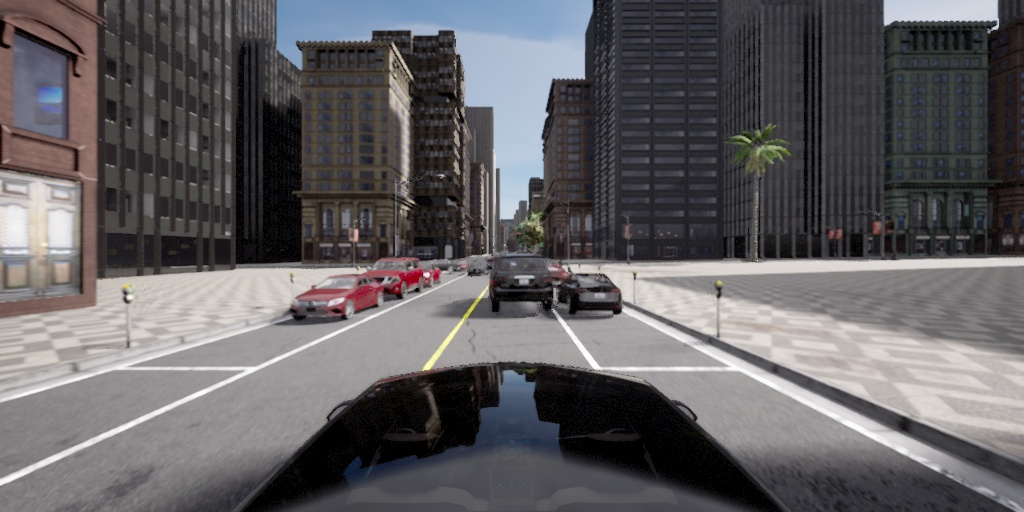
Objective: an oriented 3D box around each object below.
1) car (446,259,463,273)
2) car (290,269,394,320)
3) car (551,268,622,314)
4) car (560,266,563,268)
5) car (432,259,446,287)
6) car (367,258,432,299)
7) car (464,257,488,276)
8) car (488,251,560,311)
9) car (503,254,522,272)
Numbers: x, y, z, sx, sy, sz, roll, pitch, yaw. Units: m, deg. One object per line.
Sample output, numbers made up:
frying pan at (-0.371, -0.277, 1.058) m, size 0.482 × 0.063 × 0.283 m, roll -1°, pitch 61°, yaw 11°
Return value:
car at (-7.492, 0.991, 36.389) m, size 4.403 × 1.370 × 2.007 m, roll 0°, pitch 0°, yaw -9°
car at (-5.763, 1.297, 12.375) m, size 1.802 × 1.307 × 4.207 m, roll 0°, pitch 0°, yaw 0°
car at (2.762, 1.278, 13.335) m, size 1.948 × 1.339 × 4.313 m, roll 0°, pitch 0°, yaw 0°
car at (2.762, 1.251, 24.135) m, size 1.802 × 1.307 × 4.207 m, roll 0°, pitch 0°, yaw 0°
car at (-5.763, 1.113, 22.978) m, size 1.967 × 1.591 × 4.097 m, roll 0°, pitch 0°, yaw 0°
car at (-5.763, 1.011, 17.676) m, size 2.192 × 1.841 × 5.009 m, roll 0°, pitch 0°, yaw 0°
car at (-3.092, 1.121, 34.225) m, size 1.837 × 1.490 × 4.892 m, roll 0°, pitch 0°, yaw 0°
car at (0.222, 0.929, 14.332) m, size 2.150 × 2.045 × 5.566 m, roll 0°, pitch 0°, yaw -4°
car at (0.091, 0.779, 43.953) m, size 2.150 × 2.045 × 5.566 m, roll 0°, pitch 0°, yaw 0°
